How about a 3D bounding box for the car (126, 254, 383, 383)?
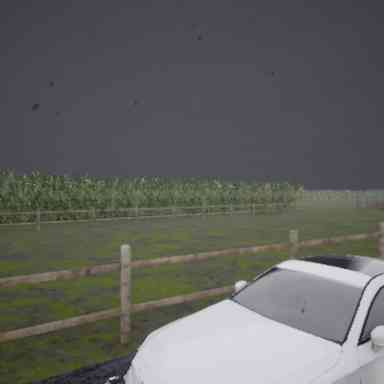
[{"bbox_3d":[1.581,1.535,3.815,4.674,1.442,1.812,0,0,-34],"label":"car"}]
